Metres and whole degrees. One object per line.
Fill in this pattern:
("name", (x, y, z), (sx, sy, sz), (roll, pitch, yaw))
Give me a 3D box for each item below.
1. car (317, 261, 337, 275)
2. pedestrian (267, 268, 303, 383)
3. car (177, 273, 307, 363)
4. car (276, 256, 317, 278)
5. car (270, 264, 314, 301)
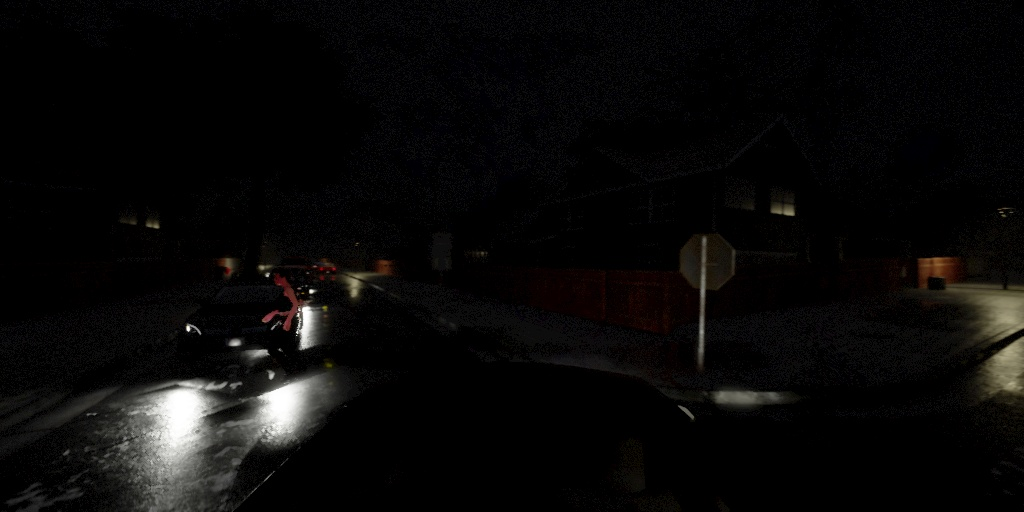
("car", (-21.779, 1.503, 41.965), (1.895, 1.301, 4.718), (1, -1, -32))
("pedestrian", (-3.610, 1.053, 5.716), (0.375, 1.860, 0.375), (0, 0, -28))
("car", (-6.038, 1.284, 8.458), (1.812, 1.442, 4.674), (1, -1, -28))
("car", (-15.642, 1.049, 25.996), (2.150, 2.045, 5.566), (1, -1, -30))
("car", (-10.756, 1.303, 17.245), (1.837, 1.490, 4.892), (1, -1, -29))
